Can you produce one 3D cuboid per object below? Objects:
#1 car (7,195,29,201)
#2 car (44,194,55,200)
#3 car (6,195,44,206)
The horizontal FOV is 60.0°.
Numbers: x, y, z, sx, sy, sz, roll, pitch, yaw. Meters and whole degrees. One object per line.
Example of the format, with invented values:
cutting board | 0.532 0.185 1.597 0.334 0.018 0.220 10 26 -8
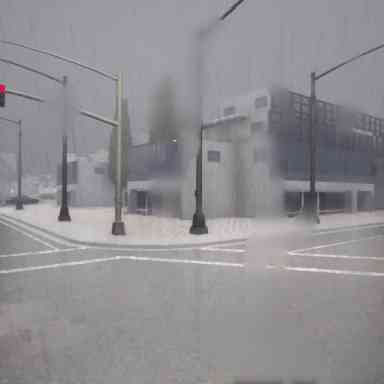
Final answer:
car | -43.961 1.399 84.088 4.674 1.442 1.812 0 0 1
car | -38.329 1.413 86.633 4.892 1.490 1.837 0 0 6
car | -26.789 1.410 52.823 2.128 1.511 4.902 1 0 31
